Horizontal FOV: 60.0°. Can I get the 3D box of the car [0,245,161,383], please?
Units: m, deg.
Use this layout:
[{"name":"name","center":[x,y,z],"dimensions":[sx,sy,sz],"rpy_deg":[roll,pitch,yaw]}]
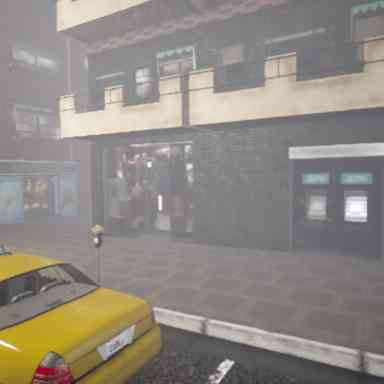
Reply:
[{"name":"car","center":[-2.708,1.380,4.260],"dimensions":[4.829,1.417,1.752],"rpy_deg":[0,4,30]}]
